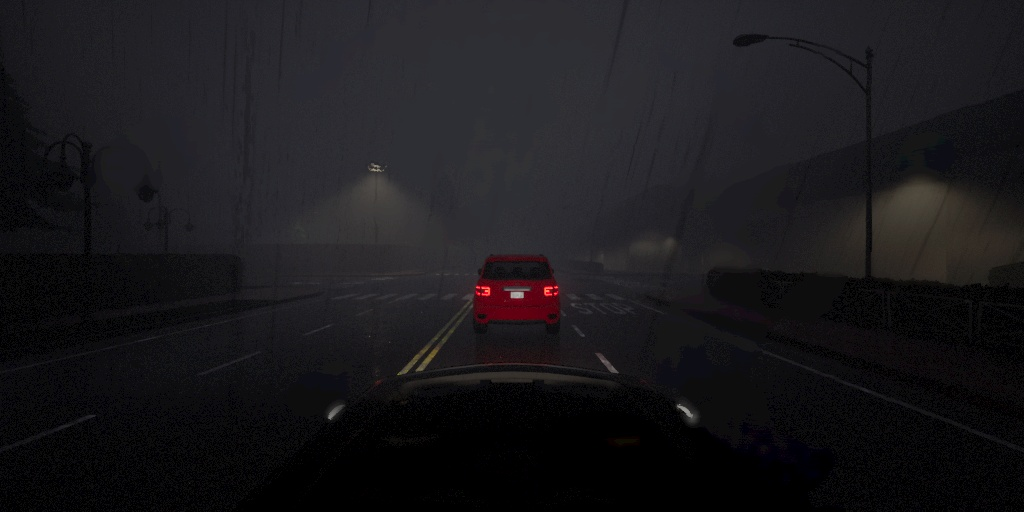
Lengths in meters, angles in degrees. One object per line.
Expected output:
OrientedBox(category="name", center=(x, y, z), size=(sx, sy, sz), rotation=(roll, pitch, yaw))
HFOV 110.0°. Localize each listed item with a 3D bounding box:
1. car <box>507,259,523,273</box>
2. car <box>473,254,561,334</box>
OrientedBox(category="car", center=(0.360, 1.228, 45.602), size=(1.882, 1.535, 5.008), rotation=(0, 0, 1))
OrientedBox(category="car", center=(0.122, 0.971, 10.749), size=(2.150, 2.045, 5.566), rotation=(0, 0, 0))
